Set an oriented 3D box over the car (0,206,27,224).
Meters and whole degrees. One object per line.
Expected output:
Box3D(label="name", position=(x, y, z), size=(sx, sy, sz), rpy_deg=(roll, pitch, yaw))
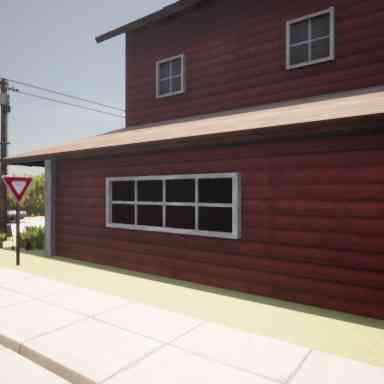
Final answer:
Box3D(label="car", position=(-14.283, 1.629, 23.138), size=(1.895, 1.301, 4.718), rpy_deg=(0, 0, 37))
